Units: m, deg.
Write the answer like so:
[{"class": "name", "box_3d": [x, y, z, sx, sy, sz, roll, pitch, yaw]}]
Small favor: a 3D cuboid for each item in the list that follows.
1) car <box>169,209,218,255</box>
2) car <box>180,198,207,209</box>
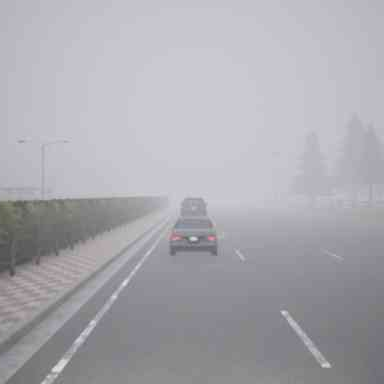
[{"class": "car", "box_3d": [0.067, 1.679, 13.930, 2.033, 1.411, 5.357, 0, -1, 0]}, {"class": "car", "box_3d": [0.147, 1.490, 28.962, 2.150, 2.045, 5.566, 0, 0, 0]}]
